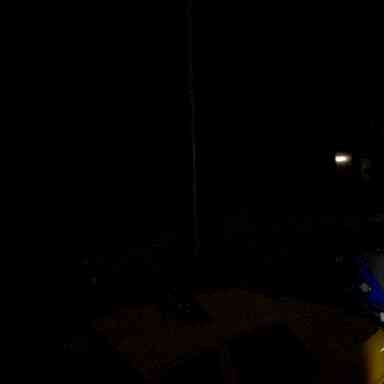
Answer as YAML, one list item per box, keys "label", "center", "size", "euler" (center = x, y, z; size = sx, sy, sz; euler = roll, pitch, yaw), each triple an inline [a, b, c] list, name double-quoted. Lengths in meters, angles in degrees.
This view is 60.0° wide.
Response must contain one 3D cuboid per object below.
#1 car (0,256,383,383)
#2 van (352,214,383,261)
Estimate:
- label: "car"
  center: [-0.282, 1.502, 2.443]
  size: [4.829, 1.417, 1.752]
  euler: [-1, 1, -35]
- label: "van"
  center: [4.452, 1.196, 5.806]
  size: [3.998, 1.788, 1.690]
  euler: [-1, 1, -35]
